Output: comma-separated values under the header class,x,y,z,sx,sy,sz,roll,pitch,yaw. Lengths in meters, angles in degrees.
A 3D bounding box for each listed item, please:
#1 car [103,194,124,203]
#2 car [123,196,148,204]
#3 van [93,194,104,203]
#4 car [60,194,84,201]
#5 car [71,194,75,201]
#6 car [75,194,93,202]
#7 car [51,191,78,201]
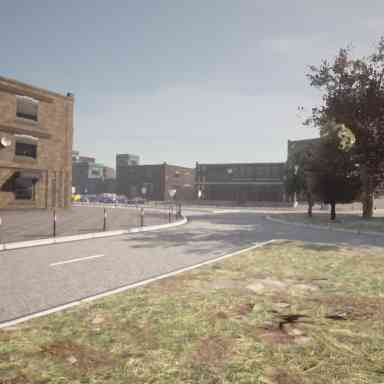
class,x,y,z,sx,sy,sz,roll,pitch,yaw
car,-15.391,1.495,68.910,2.185,1.767,4.553,1,-1,31
car,-10.767,1.746,66.061,2.163,1.488,4.792,1,-1,31
van,-17.957,1.335,70.280,1.878,1.987,4.442,1,-1,31
car,-27.326,1.311,76.040,2.231,1.521,4.892,2,0,31
car,-25.056,1.372,74.665,2.097,1.535,5.008,2,0,31
car,-22.544,1.316,73.203,2.185,1.767,4.553,2,0,31
car,-29.687,0.994,77.491,2.435,2.045,5.566,2,0,31
